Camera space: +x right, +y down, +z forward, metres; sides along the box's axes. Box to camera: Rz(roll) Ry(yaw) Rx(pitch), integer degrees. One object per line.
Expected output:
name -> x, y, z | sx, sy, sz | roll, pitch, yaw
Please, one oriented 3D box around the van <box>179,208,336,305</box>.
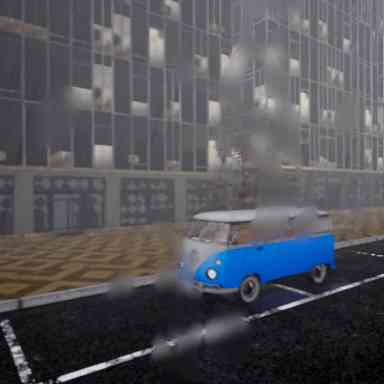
van -> 1.629, 1.299, 7.733 | 3.998, 1.788, 1.690 | -1, 0, -36
